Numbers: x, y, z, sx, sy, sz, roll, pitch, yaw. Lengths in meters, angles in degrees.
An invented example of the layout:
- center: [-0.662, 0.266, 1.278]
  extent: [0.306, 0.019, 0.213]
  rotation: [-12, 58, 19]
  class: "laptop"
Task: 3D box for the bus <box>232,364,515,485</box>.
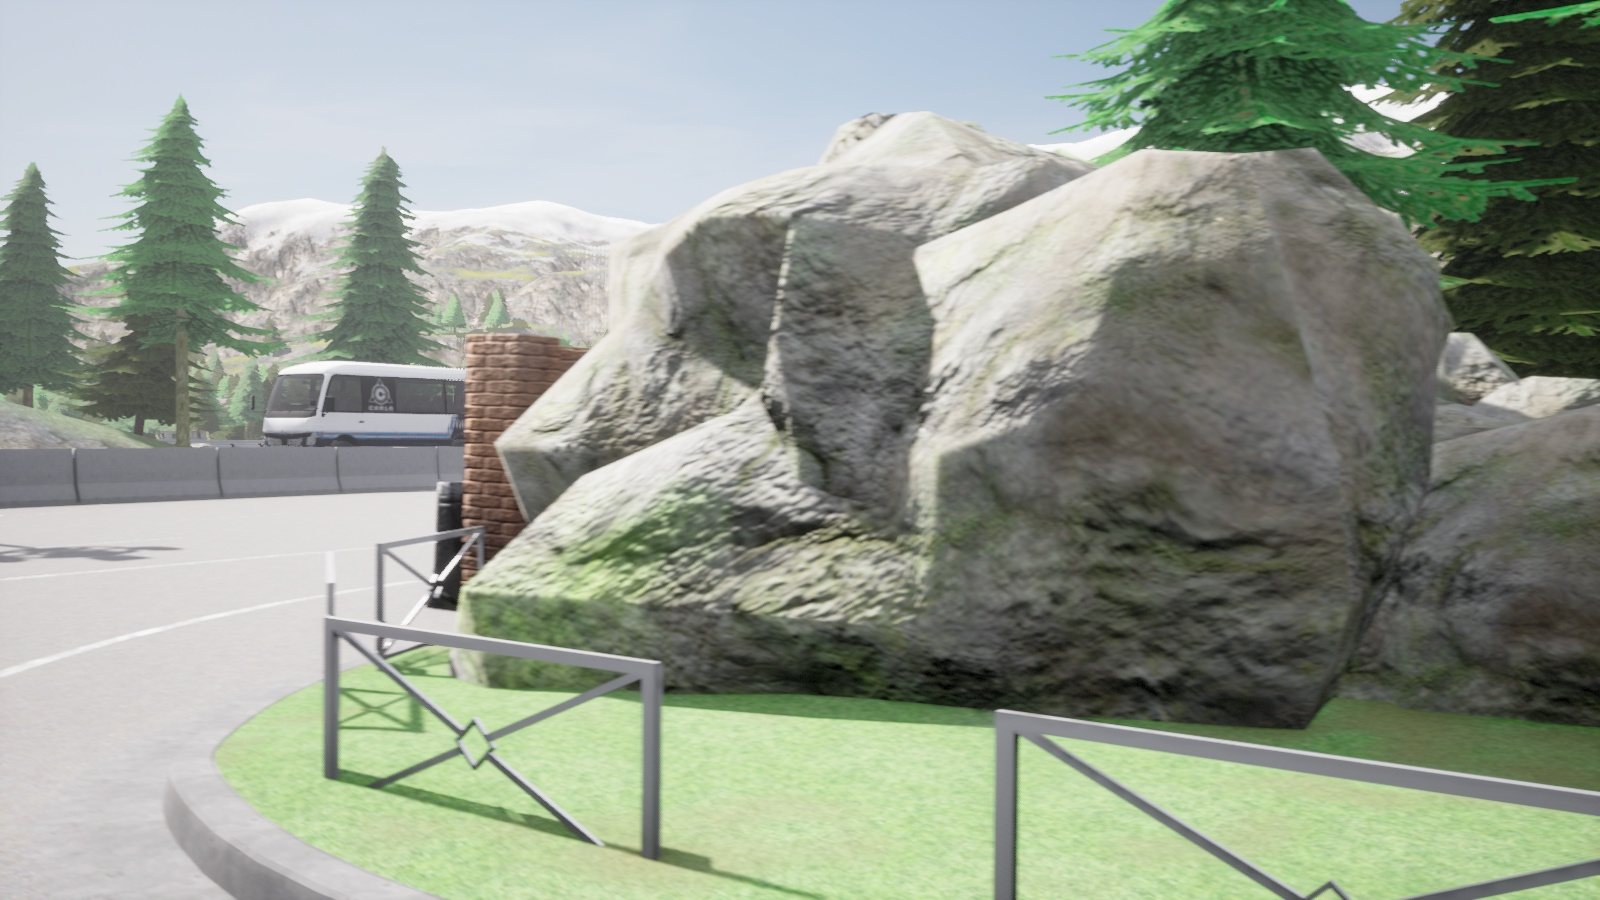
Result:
- center: [-16.482, -0.973, 49.595]
  extent: [3.944, 4.253, 10.273]
  rotation: [0, 1, 33]
  class: "bus"
